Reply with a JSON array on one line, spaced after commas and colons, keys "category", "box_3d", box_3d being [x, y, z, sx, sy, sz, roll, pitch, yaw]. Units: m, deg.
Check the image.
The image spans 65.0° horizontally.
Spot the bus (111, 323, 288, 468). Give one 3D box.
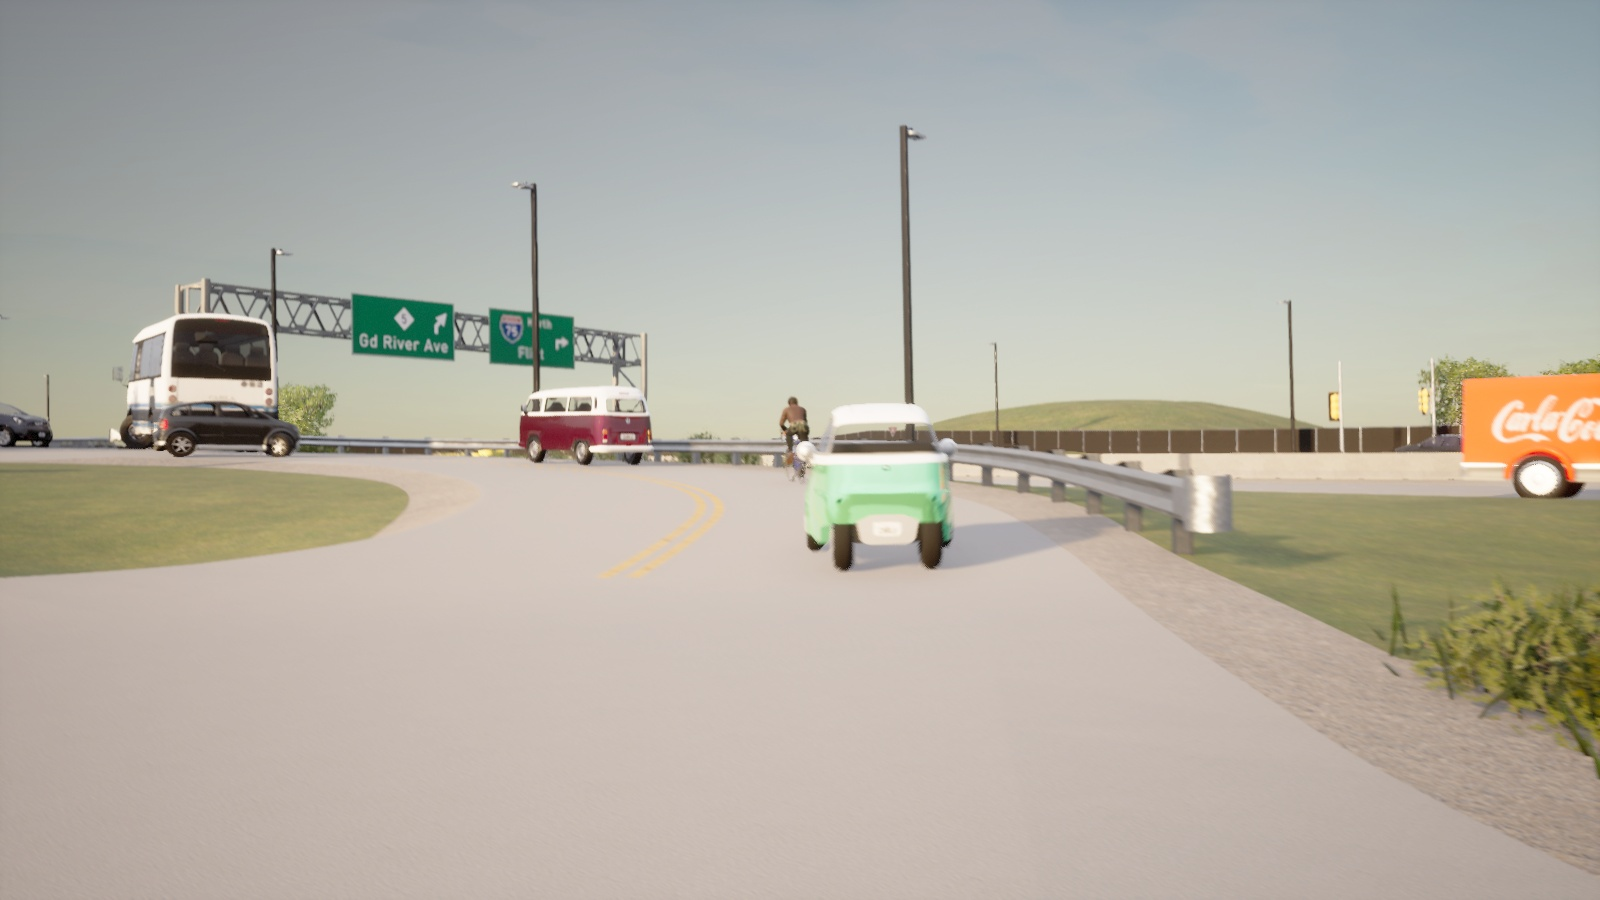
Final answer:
[{"category": "bus", "box_3d": [-20.416, -1.690, 42.202, 3.944, 4.253, 10.273, 0, 1, -34]}]

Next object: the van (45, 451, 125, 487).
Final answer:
[{"category": "van", "box_3d": [-40.050, 1.073, 70.343, 4.442, 1.987, 1.775, -1, -1, 28]}]

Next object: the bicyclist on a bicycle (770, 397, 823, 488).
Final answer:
[{"category": "bicyclist on a bicycle", "box_3d": [-0.077, -0.143, 23.457, 0.582, 1.620, 1.656, -2, 1, -12]}]

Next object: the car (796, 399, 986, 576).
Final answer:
[{"category": "car", "box_3d": [0.753, 0.265, 11.254, 1.481, 1.376, 2.207, -2, 2, 1]}]

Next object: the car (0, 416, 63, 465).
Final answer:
[{"category": "car", "box_3d": [-25.821, -0.301, 40.052, 3.633, 1.501, 1.845, 0, 0, 9]}]

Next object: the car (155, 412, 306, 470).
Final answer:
[{"category": "car", "box_3d": [-15.888, -0.251, 35.034, 3.705, 1.549, 1.789, 0, 0, -29]}]

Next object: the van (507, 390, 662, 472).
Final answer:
[{"category": "van", "box_3d": [-5.817, -0.497, 33.564, 2.069, 2.038, 4.480, -1, 1, -41]}]

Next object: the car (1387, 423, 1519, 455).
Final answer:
[{"category": "car", "box_3d": [30.421, -0.495, 58.671, 2.033, 1.411, 5.357, -2, 0, -24]}]

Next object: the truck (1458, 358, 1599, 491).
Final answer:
[{"category": "truck", "box_3d": [15.864, -0.479, 24.167, 5.204, 2.467, 2.627, -1, 0, 39]}]
